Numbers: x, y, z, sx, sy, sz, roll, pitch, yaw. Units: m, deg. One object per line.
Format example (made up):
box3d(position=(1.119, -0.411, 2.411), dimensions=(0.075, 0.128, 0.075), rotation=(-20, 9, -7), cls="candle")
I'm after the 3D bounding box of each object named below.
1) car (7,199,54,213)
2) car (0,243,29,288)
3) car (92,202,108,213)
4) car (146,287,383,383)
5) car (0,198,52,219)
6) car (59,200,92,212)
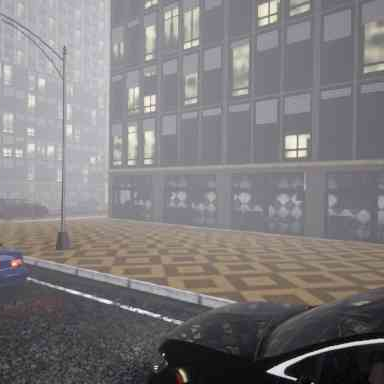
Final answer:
box3d(position=(-19.529, 1.641, 40.339), dimensions=(1.752, 1.417, 4.829), rotation=(1, 0, 37), cls="car")
box3d(position=(-6.096, 1.543, 8.051), dimensions=(5.357, 1.411, 2.033), rotation=(0, 0, 36), cls="car")
box3d(position=(-9.234, 1.828, 40.156), dimensions=(1.752, 1.417, 4.829), rotation=(1, 0, 37), cls="car")
box3d(position=(1.825, 1.505, 2.381), dimensions=(4.892, 1.490, 1.837), rotation=(0, 0, 35), cls="car")
box3d(position=(-16.049, 1.518, 30.957), dimensions=(2.192, 1.841, 5.009), rotation=(1, 0, 37), cls="car")
box3d(position=(-14.317, 1.751, 43.007), dimensions=(2.033, 1.411, 5.357), rotation=(1, 0, 37), cls="car")
